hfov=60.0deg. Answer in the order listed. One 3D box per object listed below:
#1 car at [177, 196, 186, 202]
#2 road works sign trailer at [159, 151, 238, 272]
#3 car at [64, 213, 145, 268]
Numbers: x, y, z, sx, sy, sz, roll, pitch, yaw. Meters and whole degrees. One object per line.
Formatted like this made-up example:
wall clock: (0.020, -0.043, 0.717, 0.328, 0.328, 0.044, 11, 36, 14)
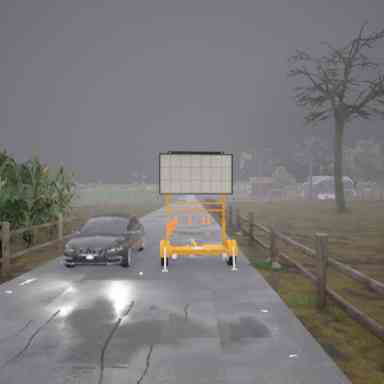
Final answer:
car: (-2.715, 1.790, 87.148, 2.097, 1.767, 4.553, 0, 0, 0)
road works sign trailer: (0.116, 0.476, 10.936, 2.380, 3.560, 2.880, 0, 0, -5)
car: (-2.746, 1.518, 11.373, 1.837, 1.490, 4.892, 0, 0, 0)
